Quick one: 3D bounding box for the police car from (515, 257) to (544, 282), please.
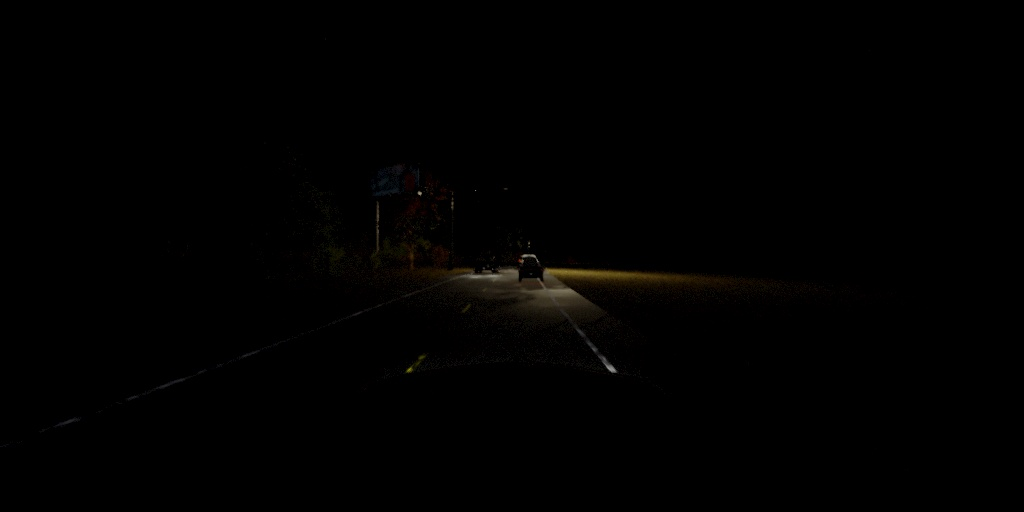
[{"bbox_3d":[1.461,1.091,28.488,1.930,1.638,5.238,0,0,2],"label":"police car"}]

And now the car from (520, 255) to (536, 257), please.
[{"bbox_3d":[2.137,0.900,44.341,2.150,2.045,5.566,0,0,3],"label":"car"}]

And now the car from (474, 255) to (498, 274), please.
[{"bbox_3d":[-2.723,0.877,39.175,2.150,2.045,5.566,0,0,3],"label":"car"}]

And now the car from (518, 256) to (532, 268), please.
[{"bbox_3d":[2.265,0.993,62.941,2.150,2.045,5.566,0,0,5],"label":"car"}]
